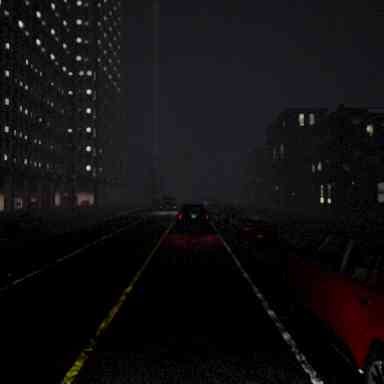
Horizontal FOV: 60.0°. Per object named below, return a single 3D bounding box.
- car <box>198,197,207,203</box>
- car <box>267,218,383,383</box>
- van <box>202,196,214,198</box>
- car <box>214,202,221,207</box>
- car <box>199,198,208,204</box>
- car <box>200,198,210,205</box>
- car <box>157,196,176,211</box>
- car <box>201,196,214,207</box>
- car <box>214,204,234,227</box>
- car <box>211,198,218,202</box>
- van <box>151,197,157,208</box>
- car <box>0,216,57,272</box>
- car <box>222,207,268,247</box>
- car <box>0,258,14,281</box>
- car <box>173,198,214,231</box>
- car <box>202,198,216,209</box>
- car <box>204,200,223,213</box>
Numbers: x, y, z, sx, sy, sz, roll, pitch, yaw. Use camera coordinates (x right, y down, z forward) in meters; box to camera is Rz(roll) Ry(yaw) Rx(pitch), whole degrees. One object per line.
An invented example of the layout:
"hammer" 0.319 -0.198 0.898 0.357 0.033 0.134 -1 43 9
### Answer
"car" 2.687 2.068 86.335 2.008 1.369 4.403 1 0 0
"car" 2.705 1.345 4.366 2.192 1.841 5.009 1 0 0
"van" 2.697 1.640 47.994 1.690 1.788 3.998 1 0 0
"car" 2.697 1.735 26.546 1.947 1.339 4.313 1 0 0
"car" 2.687 2.053 80.858 1.947 1.339 4.313 1 0 0
"car" 2.690 1.992 69.903 1.947 1.339 4.313 1 0 0
"car" -3.092 1.506 45.245 2.150 2.045 5.566 0 -1 0
"car" 2.696 1.678 58.950 2.192 1.841 5.009 1 0 0
"car" 2.698 1.701 21.002 1.947 1.339 4.313 1 0 0
"car" 2.696 1.759 37.207 1.752 1.417 4.829 1 0 0
"van" -5.684 1.673 53.467 1.690 1.788 3.998 1 0 0
"car" -5.678 1.506 9.906 1.967 1.590 4.097 1 0 0
"car" 2.699 1.646 15.456 1.887 1.381 4.507 1 0 0
"car" -3.102 1.538 1.706 1.812 1.442 4.674 0 0 0
"car" 0.096 1.491 21.663 2.097 1.767 4.553 0 0 0
"car" 2.694 1.771 53.471 1.967 1.590 4.097 1 0 0
"car" 2.695 1.817 42.515 2.008 1.369 4.403 1 0 0
